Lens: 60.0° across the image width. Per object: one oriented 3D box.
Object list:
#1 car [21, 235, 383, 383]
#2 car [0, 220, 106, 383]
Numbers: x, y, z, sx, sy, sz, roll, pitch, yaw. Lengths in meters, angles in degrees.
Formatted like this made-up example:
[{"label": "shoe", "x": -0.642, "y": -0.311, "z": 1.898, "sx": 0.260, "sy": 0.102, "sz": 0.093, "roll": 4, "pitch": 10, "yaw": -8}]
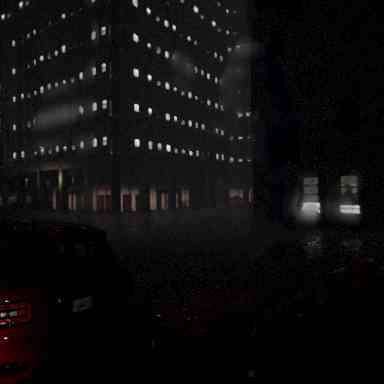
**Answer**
[{"label": "car", "x": 1.456, "y": 1.313, "z": 1.846, "sx": 5.009, "sy": 1.841, "sz": 2.192, "roll": -1, "pitch": -1, "yaw": 35}, {"label": "car", "x": -3.175, "y": 1.371, "z": 5.149, "sx": 5.009, "sy": 1.841, "sz": 2.192, "roll": -1, "pitch": -1, "yaw": 35}]
